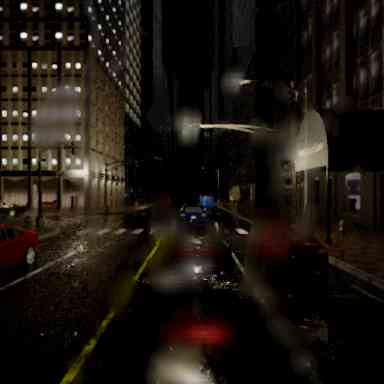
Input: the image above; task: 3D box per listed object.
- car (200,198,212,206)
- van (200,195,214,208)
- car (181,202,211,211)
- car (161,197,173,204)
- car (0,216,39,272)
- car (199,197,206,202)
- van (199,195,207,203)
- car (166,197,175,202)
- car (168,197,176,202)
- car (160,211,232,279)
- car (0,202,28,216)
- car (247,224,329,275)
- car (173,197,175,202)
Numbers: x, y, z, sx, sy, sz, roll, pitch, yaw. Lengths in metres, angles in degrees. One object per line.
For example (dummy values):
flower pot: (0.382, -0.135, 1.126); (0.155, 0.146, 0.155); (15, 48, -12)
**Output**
car: (2.702, 1.886, 65.359); (2.008, 1.369, 4.403); (0, 0, 0)
van: (2.698, 1.620, 53.967); (1.690, 1.788, 3.998); (0, 0, 0)
car: (0.107, 1.691, 24.260); (1.994, 1.385, 4.181); (0, 0, 0)
car: (-5.677, 1.907, 71.058); (1.887, 1.381, 4.507); (0, 0, 0)
car: (-5.822, 1.593, 8.999); (1.887, 1.381, 4.507); (0, 0, 0)
car: (2.708, 2.024, 88.145); (1.802, 1.307, 4.206); (0, 0, 0)
van: (2.705, 1.757, 82.450); (1.690, 1.788, 3.998); (0, 0, 0)
car: (-5.673, 2.008, 88.148); (1.947, 1.339, 4.313); (0, 0, 0)
car: (-5.671, 2.013, 93.845); (1.887, 1.381, 4.507); (0, 0, 0)
car: (0.102, 1.559, 10.152); (1.837, 1.490, 4.892); (0, 0, 0)
car: (-18.514, 1.676, 32.723); (4.403, 1.369, 2.008); (0, 0, 1)
car: (2.817, 1.637, 10.373); (1.802, 1.307, 4.206); (0, 0, 0)
car: (-5.675, 1.955, 76.755); (1.947, 1.339, 4.313); (0, 0, 0)
